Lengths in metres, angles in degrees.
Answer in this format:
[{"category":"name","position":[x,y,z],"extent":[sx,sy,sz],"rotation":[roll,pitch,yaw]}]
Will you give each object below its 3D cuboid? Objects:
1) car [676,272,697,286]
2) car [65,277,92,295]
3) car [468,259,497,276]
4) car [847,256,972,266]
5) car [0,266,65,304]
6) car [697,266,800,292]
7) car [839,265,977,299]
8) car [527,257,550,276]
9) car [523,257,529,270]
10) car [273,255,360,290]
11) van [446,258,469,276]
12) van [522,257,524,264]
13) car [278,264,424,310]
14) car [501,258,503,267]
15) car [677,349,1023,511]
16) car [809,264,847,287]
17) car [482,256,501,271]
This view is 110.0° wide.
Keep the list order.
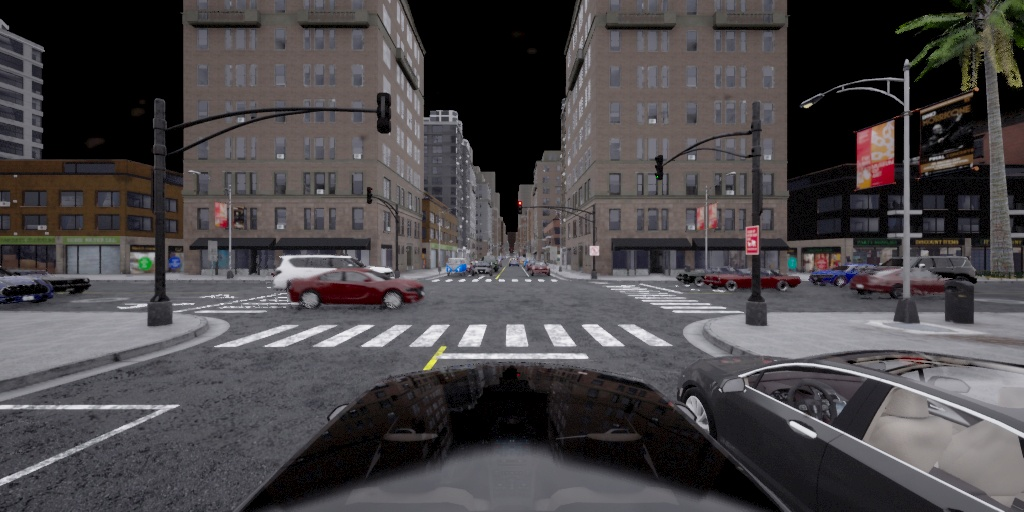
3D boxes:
[{"category":"car","position":[13.738,1.365,24.263],"extent":[4.718,1.301,1.895],"rotation":[0,0,0]},{"category":"car","position":[-23.646,1.316,17.378],"extent":[4.718,1.301,1.895],"rotation":[0,0,0]},{"category":"car","position":[-2.945,1.316,36.612],"extent":[1.994,1.385,4.181],"rotation":[0,0,0]},{"category":"car","position":[23.610,1.007,21.061],"extent":[5.566,2.045,2.150],"rotation":[0,0,0]},{"category":"car","position":[-21.314,1.074,14.139],"extent":[4.553,1.767,2.097],"rotation":[0,0,0]},{"category":"car","position":[13.857,1.369,21.014],"extent":[4.718,1.301,1.895],"rotation":[0,0,0]},{"category":"car","position":[19.347,1.307,17.589],"extent":[4.674,1.442,1.812],"rotation":[0,0,0]},{"category":"car","position":[2.825,1.192,36.935],"extent":[1.967,1.591,4.097],"rotation":[0,0,0]},{"category":"car","position":[2.880,1.193,48.273],"extent":[1.967,1.591,4.097],"rotation":[0,0,0]},{"category":"car","position":[-8.949,0.960,18.387],"extent":[5.566,2.045,2.150],"rotation":[0,0,-14]},{"category":"van","position":[-5.701,1.093,36.974],"extent":[1.690,1.789,3.998],"rotation":[0,0,0]},{"category":"van","position":[2.934,1.094,59.612],"extent":[1.690,1.789,3.998],"rotation":[0,0,0]},{"category":"car","position":[-6.046,1.223,14.216],"extent":[5.008,1.535,1.882],"rotation":[0,0,0]},{"category":"car","position":[-2.847,1.354,55.711],"extent":[1.895,1.301,4.718],"rotation":[0,0,0]},{"category":"car","position":[2.668,1.300,2.286],"extent":[2.007,1.370,4.403],"rotation":[0,0,0]},{"category":"car","position":[23.058,1.258,24.308],"extent":[5.008,1.535,1.882],"rotation":[0,0,0]},{"category":"car","position":[-2.896,0.975,45.920],"extent":[2.150,2.045,5.566],"rotation":[0,0,0]}]
